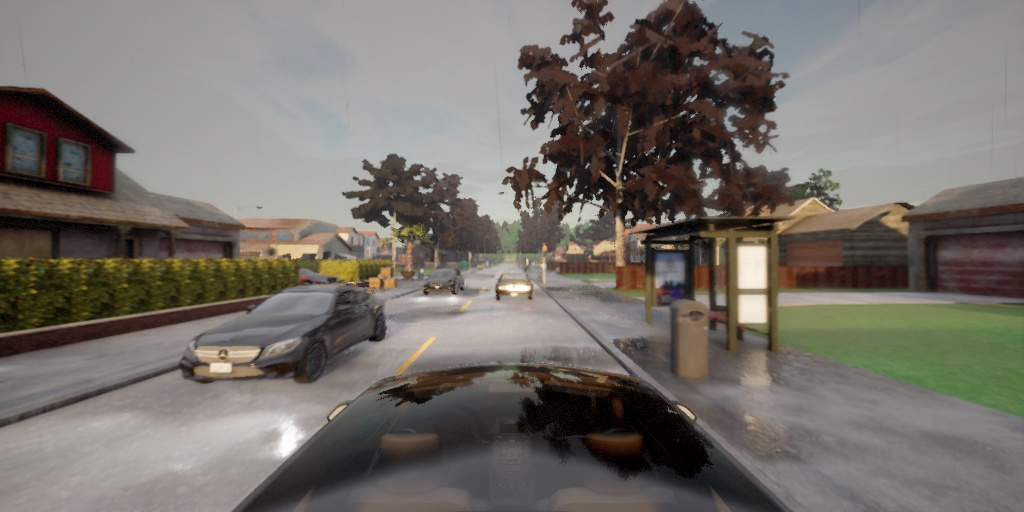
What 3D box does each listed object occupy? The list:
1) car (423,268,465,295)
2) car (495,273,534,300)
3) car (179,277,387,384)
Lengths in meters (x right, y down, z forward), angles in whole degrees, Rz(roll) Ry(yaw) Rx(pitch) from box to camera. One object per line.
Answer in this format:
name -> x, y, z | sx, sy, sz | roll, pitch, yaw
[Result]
car -> -4.035, 1.485, 21.829 | 1.837, 1.490, 4.892 | 0, -1, 1
car -> 0.102, 1.549, 19.106 | 1.895, 1.301, 4.718 | 0, -1, 0
car -> -4.063, 1.340, 7.360 | 1.812, 1.442, 4.674 | 0, -1, 0
